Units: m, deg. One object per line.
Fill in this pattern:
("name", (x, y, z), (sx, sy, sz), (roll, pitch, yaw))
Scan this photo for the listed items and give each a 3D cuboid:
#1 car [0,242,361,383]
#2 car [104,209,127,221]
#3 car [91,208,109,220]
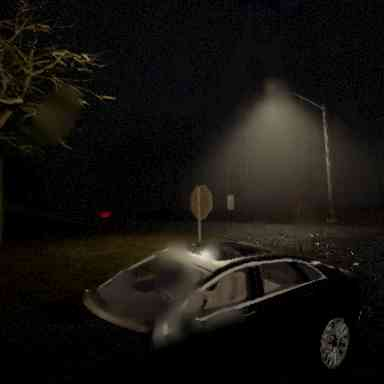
("car", (0.084, 1.448, 3.970), (4.902, 1.511, 2.128), (-1, 1, -36))
("car", (-12.384, 3.967, 54.876), (1.994, 1.385, 4.181), (-2, -1, -33))
("car", (-16.695, 3.933, 61.078), (2.150, 2.045, 5.566), (-2, -1, -35))
